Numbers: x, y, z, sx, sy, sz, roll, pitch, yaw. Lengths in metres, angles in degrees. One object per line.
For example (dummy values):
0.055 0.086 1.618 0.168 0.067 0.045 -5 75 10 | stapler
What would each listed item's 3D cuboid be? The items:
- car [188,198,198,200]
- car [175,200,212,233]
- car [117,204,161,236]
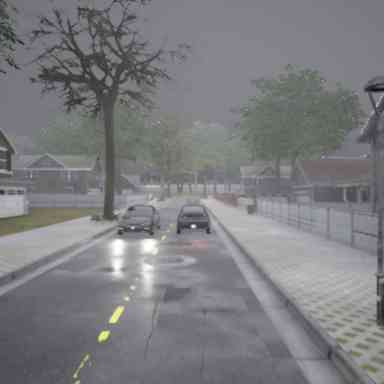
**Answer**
0.115 1.456 41.381 2.033 1.411 5.357 0 0 0 | car
0.090 1.476 19.443 1.837 1.490 4.892 0 1 0 | car
-2.810 1.478 18.379 1.837 1.490 4.892 0 0 1 | car
